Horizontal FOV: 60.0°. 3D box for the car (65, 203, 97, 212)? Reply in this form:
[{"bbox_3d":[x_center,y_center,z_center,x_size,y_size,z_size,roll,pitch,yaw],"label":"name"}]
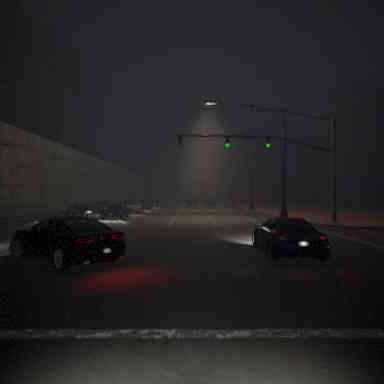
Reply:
[{"bbox_3d":[-10.592,1.792,31.022,1.994,1.385,4.181,0,0,0],"label":"car"}]

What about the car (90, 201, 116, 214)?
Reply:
[{"bbox_3d":[-10.581,1.817,39.776,1.812,1.442,4.674,0,0,0],"label":"car"}]

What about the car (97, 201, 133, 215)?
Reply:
[{"bbox_3d":[-7.091,1.792,31.078,1.994,1.385,4.181,0,0,0],"label":"car"}]

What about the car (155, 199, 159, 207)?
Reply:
[{"bbox_3d":[-7.000,1.939,59.257,1.837,1.490,4.892,0,0,0],"label":"car"}]

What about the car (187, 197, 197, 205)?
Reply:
[{"bbox_3d":[0.000,1.884,70.875,1.882,1.535,5.008,0,0,0],"label":"car"}]

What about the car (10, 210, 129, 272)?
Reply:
[{"bbox_3d":[-4.332,1.561,11.311,5.008,1.535,1.882,0,-2,41],"label":"car"}]

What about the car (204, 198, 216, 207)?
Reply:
[{"bbox_3d":[3.511,1.978,61.718,1.812,1.442,4.674,0,0,0],"label":"car"}]

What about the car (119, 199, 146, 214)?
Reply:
[{"bbox_3d":[-7.079,1.818,39.835,1.812,1.442,4.674,0,0,0],"label":"car"}]

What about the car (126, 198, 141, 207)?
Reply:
[{"bbox_3d":[-10.500,1.918,60.091,1.882,1.535,5.008,0,0,0],"label":"car"}]

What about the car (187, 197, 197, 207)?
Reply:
[{"bbox_3d":[0.000,1.971,60.872,1.812,1.442,4.674,0,0,0],"label":"car"}]

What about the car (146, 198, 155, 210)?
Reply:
[{"bbox_3d":[-7.066,1.865,49.081,1.837,1.490,4.892,0,0,1],"label":"car"}]

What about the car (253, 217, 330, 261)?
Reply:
[{"bbox_3d":[3.599,1.658,12.715,1.994,1.385,4.181,0,0,0],"label":"car"}]
